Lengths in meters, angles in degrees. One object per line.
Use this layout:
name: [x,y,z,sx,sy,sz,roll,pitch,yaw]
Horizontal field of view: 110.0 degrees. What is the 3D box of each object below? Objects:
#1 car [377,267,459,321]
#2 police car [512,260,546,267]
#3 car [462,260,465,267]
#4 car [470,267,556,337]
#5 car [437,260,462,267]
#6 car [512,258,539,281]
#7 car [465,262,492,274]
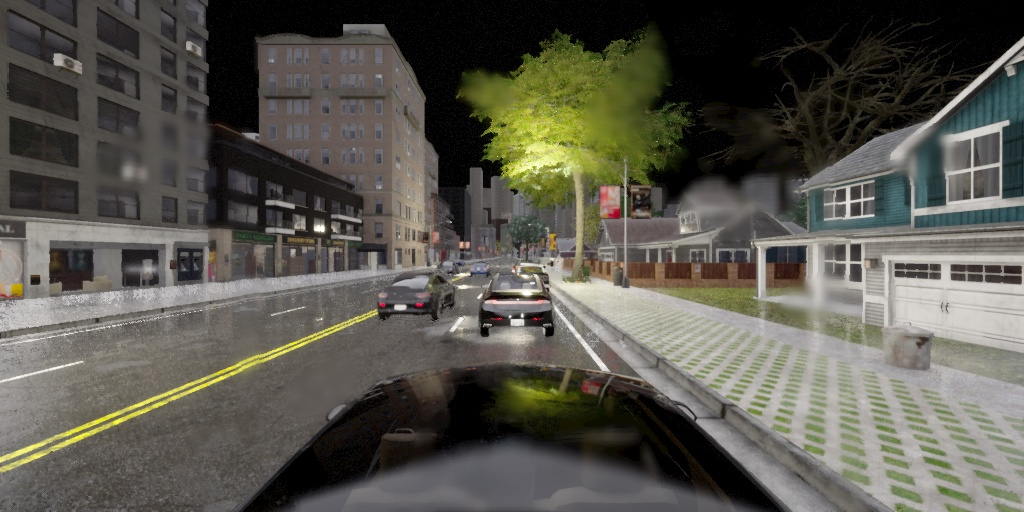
car: [-3.122,1.272,12.342,1.812,1.442,4.674,0,0,0]
police car: [1.025,1.165,20.520,1.930,1.638,5.238,0,0,0]
car: [-9.612,1.299,64.592,1.895,1.301,4.718,0,0,1]
car: [0.121,1.239,10.270,2.128,1.511,4.902,0,0,0]
car: [-6.507,1.250,36.149,1.812,1.442,4.674,0,0,0]
car: [1.051,1.082,30.380,2.097,1.767,4.553,0,0,0]
car: [-3.060,1.272,35.596,2.033,1.411,5.357,0,0,0]
